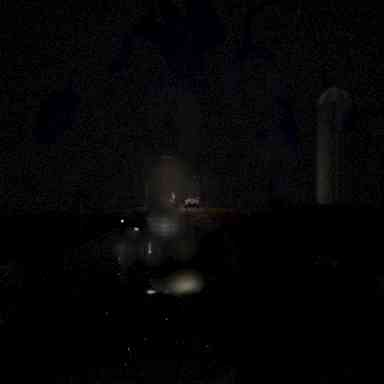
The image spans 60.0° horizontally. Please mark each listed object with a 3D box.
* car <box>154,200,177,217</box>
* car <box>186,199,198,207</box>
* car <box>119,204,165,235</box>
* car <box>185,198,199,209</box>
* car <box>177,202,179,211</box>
[{"bbox_3d":[-2.826,1.530,31.248,2.128,1.511,4.902,1,-1,0],"label":"car"},{"bbox_3d":[0.021,1.954,60.335,2.033,1.411,5.357,1,-1,0],"label":"car"},{"bbox_3d":[-2.810,1.563,18.903,1.895,1.301,4.718,1,0,-1],"label":"car"},{"bbox_3d":[0.023,1.631,50.308,2.097,1.767,4.553,1,-1,0],"label":"car"},{"bbox_3d":[-2.788,1.732,43.766,1.994,1.385,4.181,1,-1,1],"label":"car"}]
